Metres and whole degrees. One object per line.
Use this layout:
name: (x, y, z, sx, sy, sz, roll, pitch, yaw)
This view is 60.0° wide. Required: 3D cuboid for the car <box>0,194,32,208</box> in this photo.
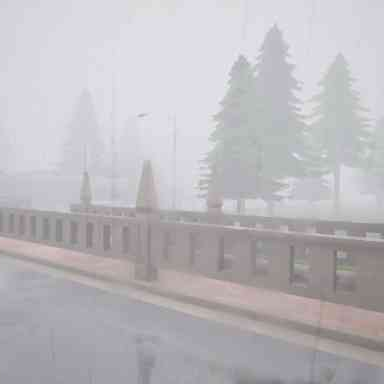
car: (-17.634, 0.982, 31.203, 1.837, 1.490, 4.892, 1, 1, 38)
